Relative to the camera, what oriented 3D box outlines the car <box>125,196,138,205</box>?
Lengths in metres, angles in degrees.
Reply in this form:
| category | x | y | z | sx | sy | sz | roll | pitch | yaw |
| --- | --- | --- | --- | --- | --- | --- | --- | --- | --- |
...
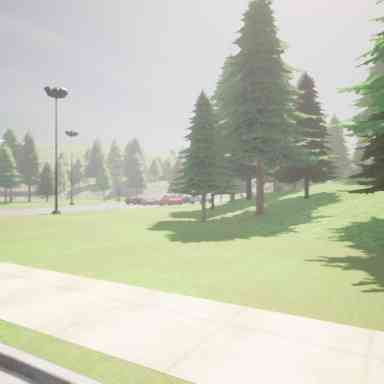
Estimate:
| category | x | y | z | sx | sy | sz | roll | pitch | yaw |
| --- | --- | --- | --- | --- | --- | --- | --- | --- | --- |
| car | -9.580 | 1.478 | 58.176 | 2.128 | 1.511 | 4.902 | 0 | 0 | 32 |

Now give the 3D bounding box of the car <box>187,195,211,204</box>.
| category | x | y | z | sx | sy | sz | roll | pitch | yaw |
| --- | --- | --- | --- | --- | --- | --- | --- | --- | --- |
| car | 1.743 | 1.211 | 63.503 | 2.150 | 2.045 | 5.566 | 0 | 0 | 31 |

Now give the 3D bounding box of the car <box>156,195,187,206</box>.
| category | x | y | z | sx | sy | sz | roll | pitch | yaw |
| --- | --- | --- | --- | --- | --- | --- | --- | --- | --- |
| car | -3.344 | 1.341 | 54.952 | 2.097 | 1.767 | 4.553 | 0 | 0 | 31 |

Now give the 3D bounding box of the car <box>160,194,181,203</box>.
| category | x | y | z | sx | sy | sz | roll | pitch | yaw |
| --- | --- | --- | --- | --- | --- | --- | --- | --- | --- |
| car | -4.285 | 1.339 | 67.063 | 2.097 | 1.767 | 4.553 | 0 | 0 | 31 |

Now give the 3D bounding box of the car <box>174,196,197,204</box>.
| category | x | y | z | sx | sy | sz | roll | pitch | yaw |
| --- | --- | --- | --- | --- | --- | --- | --- | --- | --- |
| car | -1.271 | 1.536 | 65.283 | 2.033 | 1.411 | 5.357 | 0 | 0 | 31 |

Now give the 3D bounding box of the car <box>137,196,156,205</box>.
| category | x | y | z | sx | sy | sz | roll | pitch | yaw |
| --- | --- | --- | --- | --- | --- | --- | --- | --- | --- |
| car | -6.554 | 1.589 | 56.413 | 1.895 | 1.301 | 4.718 | 0 | 0 | 32 |
